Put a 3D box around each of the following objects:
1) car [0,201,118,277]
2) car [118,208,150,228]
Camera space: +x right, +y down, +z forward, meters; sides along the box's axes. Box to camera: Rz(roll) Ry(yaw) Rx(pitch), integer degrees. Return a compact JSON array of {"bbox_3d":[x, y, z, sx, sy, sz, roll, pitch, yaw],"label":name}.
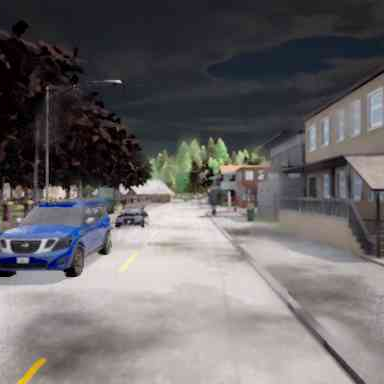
[{"bbox_3d":[-4.216,1.347,11.020,2.150,2.045,5.566,0,0,0],"label":"car"},{"bbox_3d":[-4.278,1.845,24.467,1.994,1.385,4.181,0,-1,-1],"label":"car"}]
